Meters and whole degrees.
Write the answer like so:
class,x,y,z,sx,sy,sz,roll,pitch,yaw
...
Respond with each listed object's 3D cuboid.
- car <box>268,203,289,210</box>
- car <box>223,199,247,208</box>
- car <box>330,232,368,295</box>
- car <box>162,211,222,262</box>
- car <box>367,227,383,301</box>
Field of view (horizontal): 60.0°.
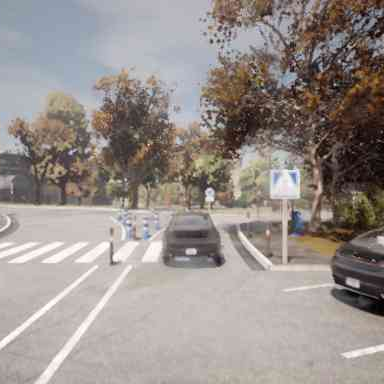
class,x,y,z,sx,sy,sz,roll,pitch,yaw
car,18.103,2.976,69.669,1.837,1.490,4.892,0,0,-32
car,10.134,2.700,78.190,5.566,2.045,2.150,0,0,31
car,5.285,1.461,7.129,4.892,1.521,2.231,1,0,-21
car,0.004,1.452,11.945,1.837,1.490,4.892,0,0,1
car,5.345,1.222,4.168,5.566,2.045,2.435,1,0,-21
